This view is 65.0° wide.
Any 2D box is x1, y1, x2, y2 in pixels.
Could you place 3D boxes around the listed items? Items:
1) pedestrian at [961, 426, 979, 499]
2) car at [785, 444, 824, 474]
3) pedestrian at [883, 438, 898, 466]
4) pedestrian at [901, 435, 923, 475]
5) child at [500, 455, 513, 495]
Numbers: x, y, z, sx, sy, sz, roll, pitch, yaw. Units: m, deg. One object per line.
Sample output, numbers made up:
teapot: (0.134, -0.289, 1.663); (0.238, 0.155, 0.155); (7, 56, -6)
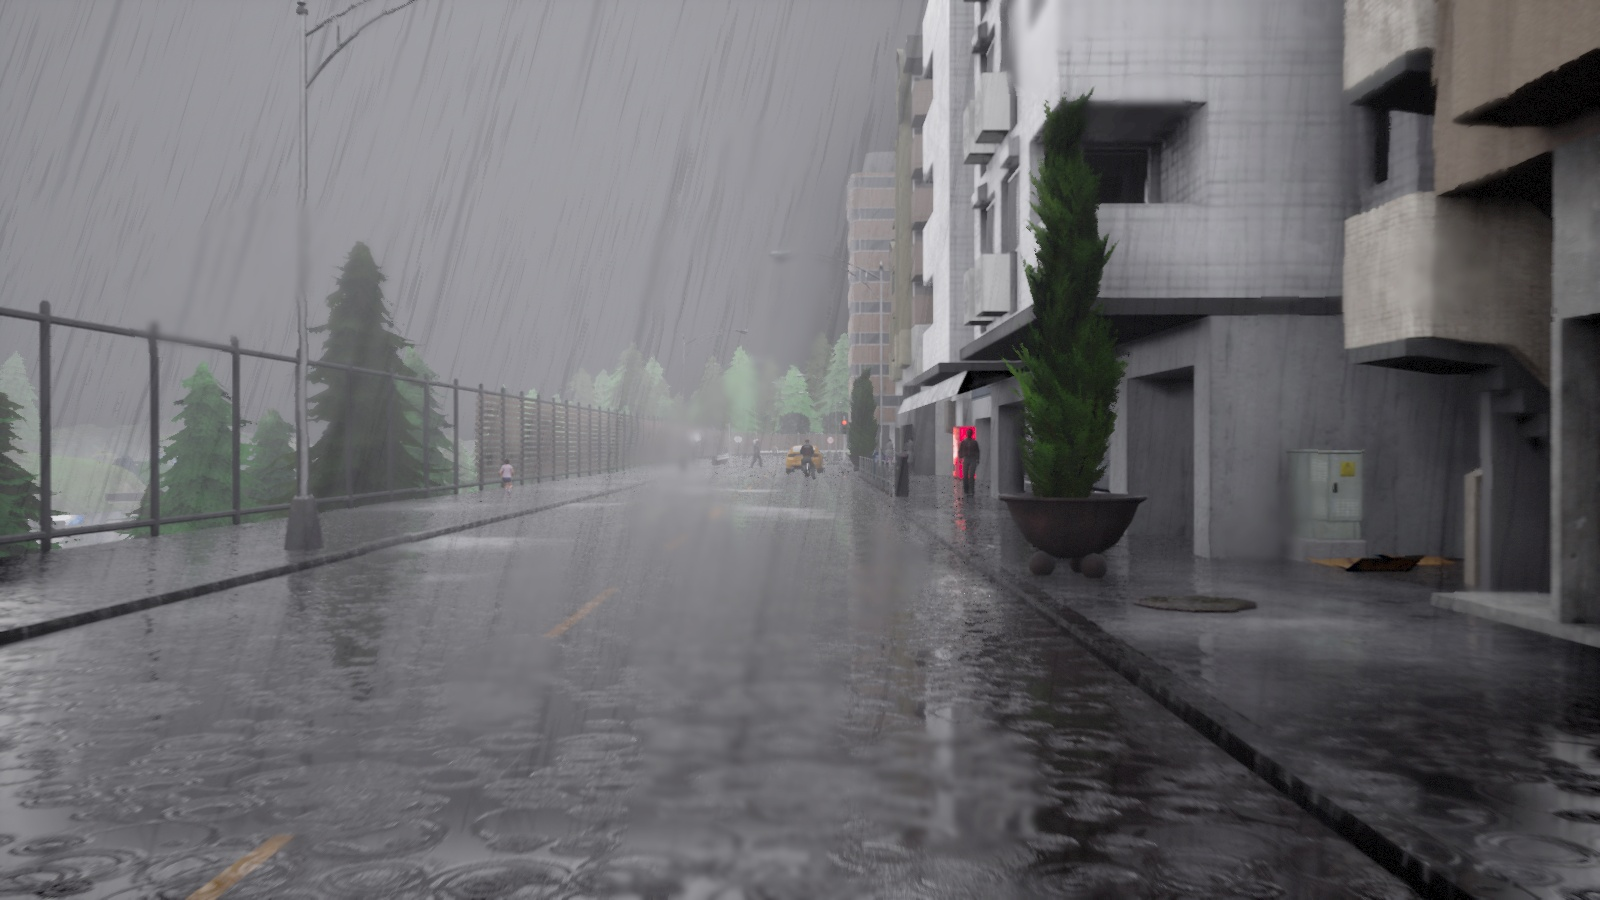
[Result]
pedestrian: (4.504, 0.333, 33.326); (0.402, 1.930, 0.666); (0, 0, 13)
car: (0.289, 0.463, 68.129); (1.882, 1.535, 5.008); (0, 0, 3)
pedestrian: (6.358, 0.121, 88.144); (0.659, 1.952, 0.873); (0, 0, 33)
pedestrian: (5.494, 0.224, 61.832); (0.873, 1.952, 0.659); (0, 0, -41)
child: (-8.154, 0.696, 34.898); (0.255, 1.110, 0.394); (0, 0, 1)
